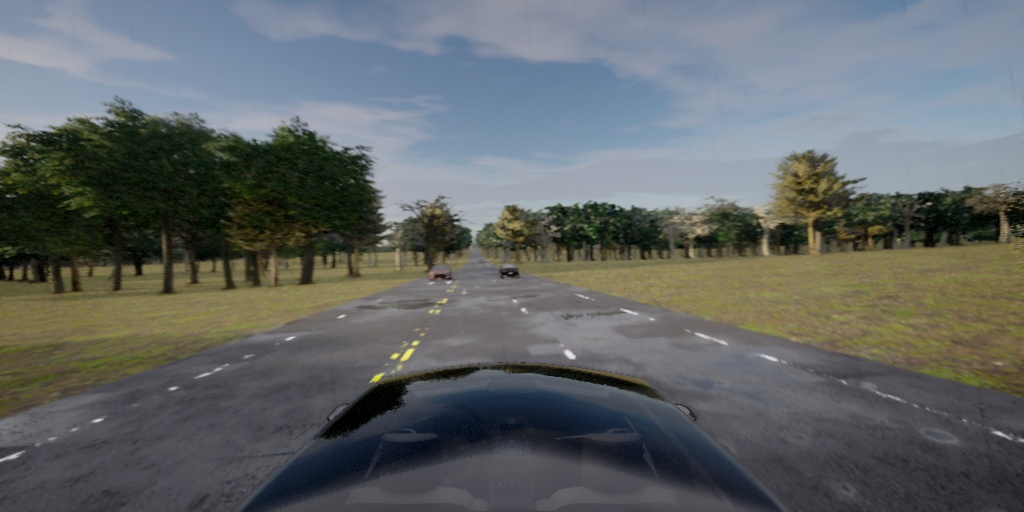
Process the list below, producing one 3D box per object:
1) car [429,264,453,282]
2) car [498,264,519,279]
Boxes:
[{"bbox_3d":[-7.329,1.674,37.184,2.097,1.767,4.553,-2,-1,-6],"label":"car"},{"bbox_3d":[-0.410,1.576,38.195,1.882,1.535,5.008,-2,-1,-6],"label":"car"}]
